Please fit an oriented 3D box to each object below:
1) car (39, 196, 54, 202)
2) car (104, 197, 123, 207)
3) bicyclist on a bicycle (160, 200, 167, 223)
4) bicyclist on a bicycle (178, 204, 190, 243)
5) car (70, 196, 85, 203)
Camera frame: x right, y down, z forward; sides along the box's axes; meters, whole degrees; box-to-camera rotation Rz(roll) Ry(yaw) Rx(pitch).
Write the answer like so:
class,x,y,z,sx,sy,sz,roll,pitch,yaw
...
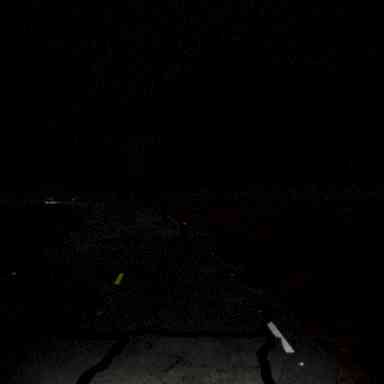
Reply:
class,x,y,z,sx,sy,sz,roll,pitch,yaw
car,-33.066,1.614,75.765,1.895,1.301,4.718,-1,1,-42
car,-11.737,1.500,49.733,2.033,1.411,5.357,-1,0,-26
bicyclist on a bicycle,-2.015,1.422,24.001,0.582,1.620,1.656,-1,0,-12
bicyclist on a bicycle,-0.345,1.373,14.619,0.582,1.620,1.656,-1,0,-7
car,-23.876,1.483,69.490,1.812,1.442,4.674,-1,1,-39
